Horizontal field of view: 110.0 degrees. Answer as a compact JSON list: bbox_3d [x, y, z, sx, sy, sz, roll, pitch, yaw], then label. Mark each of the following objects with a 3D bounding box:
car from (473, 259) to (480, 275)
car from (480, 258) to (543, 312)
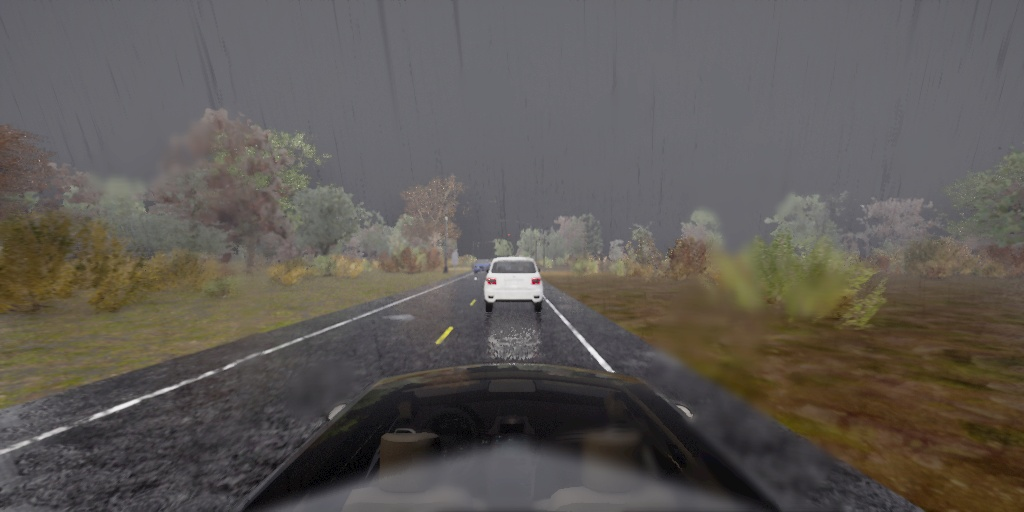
[{"bbox_3d":[-4.072,1.495,49.816,2.150,2.045,5.566,0,-1,-1],"label":"car"},{"bbox_3d":[0.052,1.113,15.227,2.150,2.045,5.566,0,-1,0],"label":"car"}]
